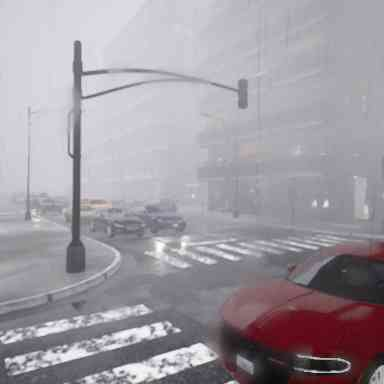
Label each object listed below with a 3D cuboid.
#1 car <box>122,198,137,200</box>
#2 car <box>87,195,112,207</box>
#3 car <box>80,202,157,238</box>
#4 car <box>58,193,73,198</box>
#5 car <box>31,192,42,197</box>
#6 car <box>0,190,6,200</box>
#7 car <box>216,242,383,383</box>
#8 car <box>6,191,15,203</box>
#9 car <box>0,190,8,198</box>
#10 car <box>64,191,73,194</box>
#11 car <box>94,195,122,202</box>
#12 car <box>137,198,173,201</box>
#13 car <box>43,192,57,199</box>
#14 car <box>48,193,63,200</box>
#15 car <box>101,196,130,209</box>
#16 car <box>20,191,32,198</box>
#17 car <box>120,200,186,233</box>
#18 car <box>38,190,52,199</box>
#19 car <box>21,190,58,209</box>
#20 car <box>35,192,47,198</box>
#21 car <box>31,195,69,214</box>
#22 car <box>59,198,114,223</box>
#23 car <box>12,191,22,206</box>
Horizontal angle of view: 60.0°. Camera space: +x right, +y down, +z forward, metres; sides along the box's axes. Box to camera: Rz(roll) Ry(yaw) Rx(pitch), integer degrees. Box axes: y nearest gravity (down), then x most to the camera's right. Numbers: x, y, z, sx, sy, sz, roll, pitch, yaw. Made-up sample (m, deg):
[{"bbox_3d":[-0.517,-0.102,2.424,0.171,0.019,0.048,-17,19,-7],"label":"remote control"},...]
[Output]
[{"bbox_3d":[-6.109,1.304,35.148,2.008,1.369,4.403,2,0,-34],"label":"car"},{"bbox_3d":[-12.394,1.149,44.544,1.752,1.417,4.829,2,0,-34],"label":"car"},{"bbox_3d":[-3.805,1.424,16.633,2.008,1.369,4.403,2,0,-34],"label":"car"},{"bbox_3d":[-15.538,1.171,38.845,1.994,1.385,4.181,1,0,-34],"label":"car"},{"bbox_3d":[-40.162,0.630,86.051,1.947,1.339,4.313,1,0,-34],"label":"car"},{"bbox_3d":[-34.763,0.805,62.909,1.947,1.339,4.313,2,0,-34],"label":"car"},{"bbox_3d":[2.638,1.524,4.804,5.008,1.535,1.882,1,0,-33],"label":"car"},{"bbox_3d":[-25.469,0.742,49.026,2.192,1.841,5.009,2,0,-34],"label":"car"},{"bbox_3d":[-44.043,0.368,76.792,2.192,1.841,5.009,2,0,-34],"label":"car"},{"bbox_3d":[-21.581,0.752,58.286,2.192,1.841,5.009,2,0,-34],"label":"car"},{"bbox_3d":[-7.837,1.245,27.304,1.882,1.535,5.008,1,1,-34],"label":"car"},{"bbox_3d":[-3.011,1.257,30.521,1.967,1.590,4.097,2,0,-34],"label":"car"},{"bbox_3d":[-30.874,0.794,72.168,1.887,1.381,4.507,1,0,-34],"label":"car"},{"bbox_3d":[-27.779,0.863,67.541,2.008,1.369,4.403,1,0,-34],"label":"car"},{"bbox_3d":[-9.204,1.240,39.775,2.008,1.369,4.403,2,0,-34],"label":"car"},{"bbox_3d":[-41.616,0.580,83.370,2.128,1.511,4.902,1,0,-34],"label":"car"},{"bbox_3d":[-2.172,1.411,18.826,1.812,1.442,4.674,1,0,-35],"label":"car"},{"bbox_3d":[-33.964,0.503,76.796,2.192,1.841,5.009,1,0,-34],"label":"car"},{"bbox_3d":[-16.182,0.932,35.144,2.192,1.841,5.009,2,0,-34],"label":"car"},{"bbox_3d":[-37.066,0.676,81.424,2.008,1.369,4.403,1,0,-34],"label":"car"},{"bbox_3d":[-13.092,1.225,30.516,1.887,1.381,4.507,2,0,-34],"label":"car"},{"bbox_3d":[-6.806,1.336,21.119,1.752,1.417,4.829,2,0,-34],"label":"car"},{"bbox_3d":[-22.284,1.017,44.257,1.752,1.417,4.829,2,0,-34],"label":"car"}]
